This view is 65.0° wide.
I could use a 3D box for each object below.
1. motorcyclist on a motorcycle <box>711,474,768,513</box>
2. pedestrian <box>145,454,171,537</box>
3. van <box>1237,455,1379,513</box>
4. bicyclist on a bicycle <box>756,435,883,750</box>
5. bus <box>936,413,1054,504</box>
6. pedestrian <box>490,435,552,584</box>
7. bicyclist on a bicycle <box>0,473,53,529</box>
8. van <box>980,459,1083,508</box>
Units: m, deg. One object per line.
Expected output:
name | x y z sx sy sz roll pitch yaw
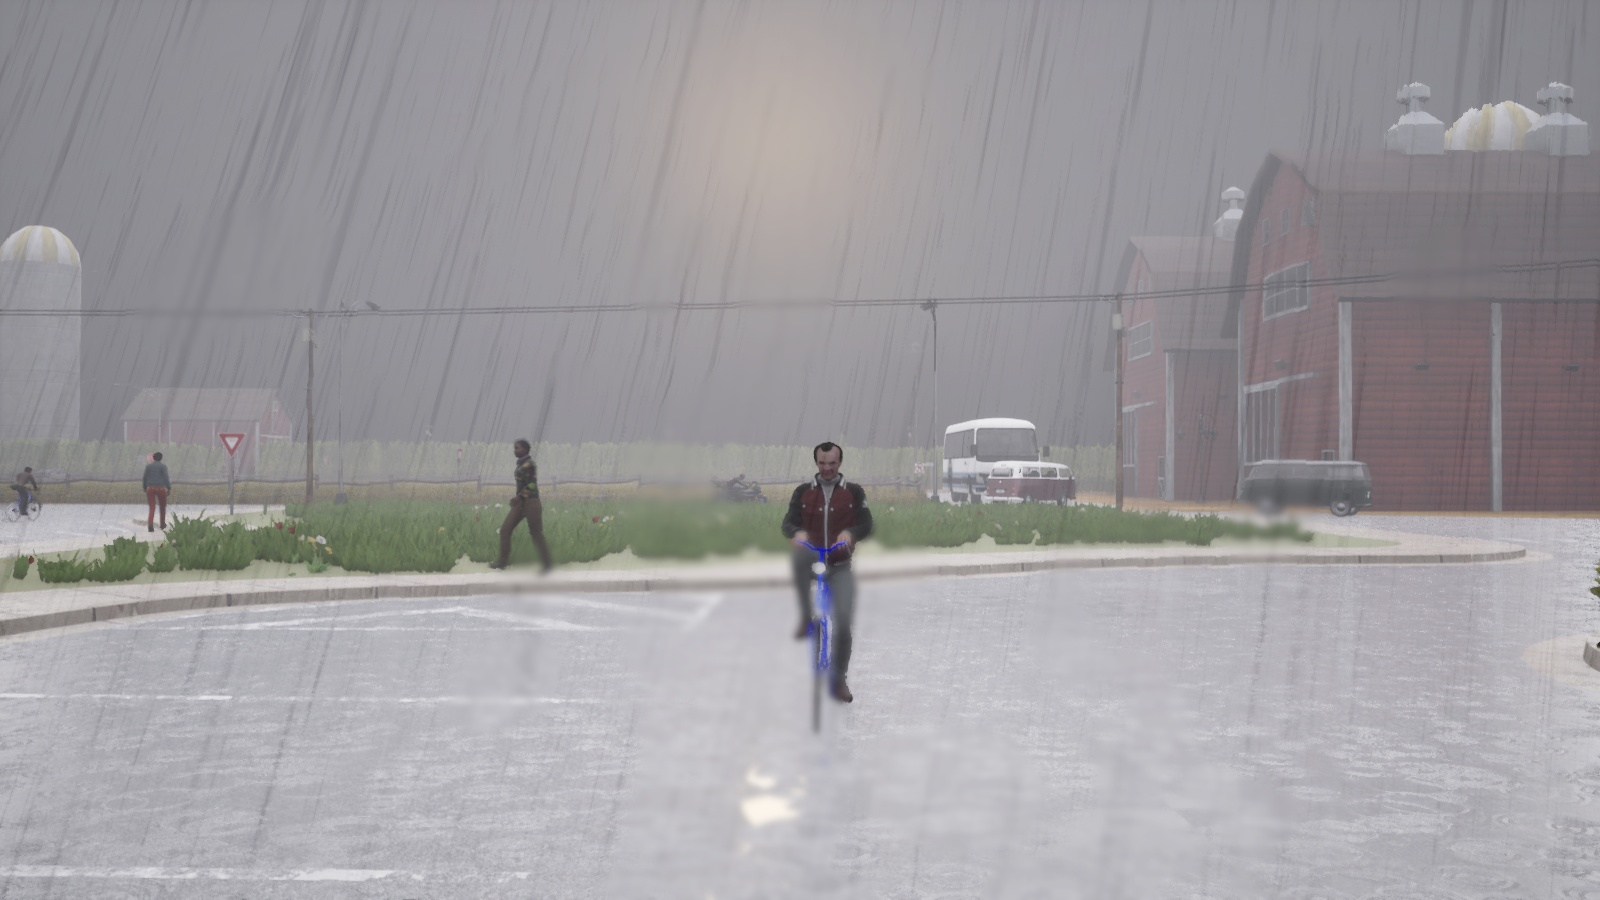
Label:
motorcyclist on a motorcycle | -2.370 1.713 49.641 2.191 1.530 0.866 0 -1 0
pedestrian | -14.436 1.014 28.254 0.353 1.847 0.614 0 -1 -9
van | 18.232 1.213 45.163 4.442 1.987 1.775 -1 -1 34
bicyclist on a bicycle | 0.169 0.823 8.036 0.659 1.776 1.843 0 -1 5
bus | 9.684 0.498 63.889 3.944 4.253 10.273 0 -1 -3
pedestrian | -3.690 0.771 16.609 0.692 1.930 0.395 1 -1 -39
bicyclist on a bicycle | -22.922 1.499 37.201 0.582 1.620 1.656 0 -1 -1
van | 9.962 1.418 53.885 4.480 2.038 2.069 1 -2 -43
